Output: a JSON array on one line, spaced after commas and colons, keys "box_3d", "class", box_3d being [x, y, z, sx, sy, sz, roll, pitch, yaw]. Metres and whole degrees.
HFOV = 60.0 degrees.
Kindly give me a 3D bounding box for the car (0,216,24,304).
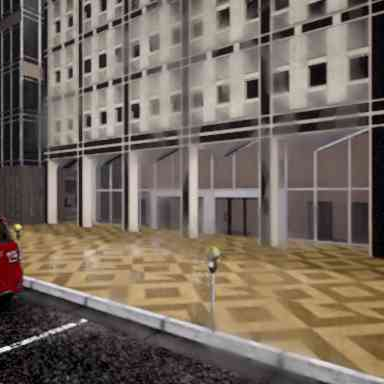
[{"box_3d": [-5.416, 1.293, 6.745, 5.009, 1.841, 2.192, 0, 0, 36], "class": "car"}]
